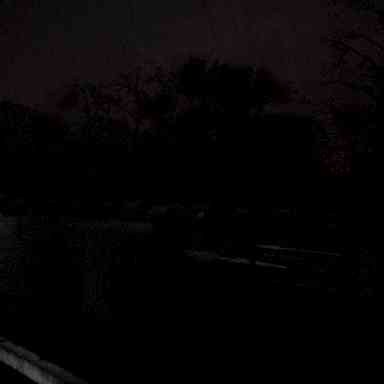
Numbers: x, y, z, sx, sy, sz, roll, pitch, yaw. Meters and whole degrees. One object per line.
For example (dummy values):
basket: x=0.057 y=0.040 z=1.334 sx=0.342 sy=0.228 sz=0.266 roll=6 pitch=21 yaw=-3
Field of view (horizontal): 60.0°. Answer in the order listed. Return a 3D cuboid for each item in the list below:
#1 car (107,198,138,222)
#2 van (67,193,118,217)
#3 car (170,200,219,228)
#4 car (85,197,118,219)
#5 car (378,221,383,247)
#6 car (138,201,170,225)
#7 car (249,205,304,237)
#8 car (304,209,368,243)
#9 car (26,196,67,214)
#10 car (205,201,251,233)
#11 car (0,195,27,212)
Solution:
car: x=-3.570 y=1.396 z=25.250 sx=2.097 sy=1.535 sz=5.008 roll=1 pitch=1 yaw=35
van: x=-8.022 y=1.092 z=28.564 sx=1.878 sy=1.987 sz=4.442 roll=1 pitch=1 yaw=35
car: x=0.976 y=1.351 z=22.064 sx=2.185 sy=1.767 sz=4.553 roll=1 pitch=1 yaw=35
car: x=-5.833 y=1.397 z=26.861 sx=2.002 sy=1.452 sz=4.674 roll=1 pitch=1 yaw=35
car: x=9.895 y=1.636 z=15.457 sx=1.946 sy=1.575 sz=5.366 roll=1 pitch=1 yaw=35
car: x=-1.307 y=1.476 z=23.645 sx=2.002 sy=1.452 sz=4.674 roll=1 pitch=1 yaw=35
car: x=5.477 y=1.558 z=18.818 sx=2.231 sy=1.521 sz=4.892 roll=1 pitch=1 yaw=35
car: x=7.758 y=1.627 z=17.240 sx=2.163 sy=1.488 sz=4.792 roll=1 pitch=1 yaw=35
car: x=-12.633 y=1.269 z=31.662 sx=2.163 sy=1.488 sz=4.792 roll=1 pitch=1 yaw=35
car: x=3.222 y=1.516 z=20.436 sx=2.097 sy=1.535 sz=5.008 roll=1 pitch=1 yaw=35
car: x=-17.248 y=1.158 z=34.751 sx=1.946 sy=1.575 sz=5.366 roll=1 pitch=1 yaw=35
